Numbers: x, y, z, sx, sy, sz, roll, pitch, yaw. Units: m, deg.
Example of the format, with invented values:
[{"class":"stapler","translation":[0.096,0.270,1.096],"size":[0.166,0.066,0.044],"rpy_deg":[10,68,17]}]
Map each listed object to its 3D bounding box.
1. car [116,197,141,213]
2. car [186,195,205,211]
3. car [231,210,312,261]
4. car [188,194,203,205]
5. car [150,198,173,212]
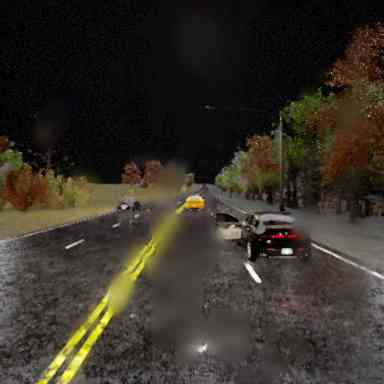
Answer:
[{"class":"car","translation":[-6.333,1.238,33.631],"size":[2.128,1.511,4.902],"rpy_deg":[0,0,1]},{"class":"car","translation":[0.338,1.208,35.852],"size":[1.882,1.535,5.008],"rpy_deg":[0,0,2]},{"class":"car","translation":[2.693,1.421,11.825],"size":[1.837,1.490,4.892],"rpy_deg":[0,0,0]},{"class":"car","translation":[0.568,1.110,49.273],"size":[2.128,1.511,4.902],"rpy_deg":[0,1,2]},{"class":"car","translation":[-3.073,1.307,34.094],"size":[1.994,1.385,4.181],"rpy_deg":[0,0,1]}]
